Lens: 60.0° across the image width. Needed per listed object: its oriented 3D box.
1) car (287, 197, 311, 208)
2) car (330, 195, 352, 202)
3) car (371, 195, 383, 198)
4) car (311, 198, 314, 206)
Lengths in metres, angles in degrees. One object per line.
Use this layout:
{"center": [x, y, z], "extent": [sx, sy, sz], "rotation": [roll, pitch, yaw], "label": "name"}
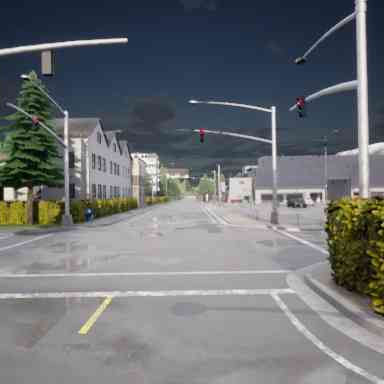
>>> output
{"center": [15.426, 1.623, 49.149], "extent": [2.007, 1.523, 4.514], "rotation": [-1, -1, 0], "label": "car"}
{"center": [25.485, 1.391, 56.548], "extent": [2.152, 1.636, 5.027], "rotation": [-1, -1, 0], "label": "car"}
{"center": [19.118, 1.179, 31.282], "extent": [1.905, 1.878, 3.866], "rotation": [-1, -1, 0], "label": "car"}
{"center": [19.071, 1.566, 56.208], "extent": [1.970, 1.475, 3.806], "rotation": [-1, -1, 0], "label": "car"}
